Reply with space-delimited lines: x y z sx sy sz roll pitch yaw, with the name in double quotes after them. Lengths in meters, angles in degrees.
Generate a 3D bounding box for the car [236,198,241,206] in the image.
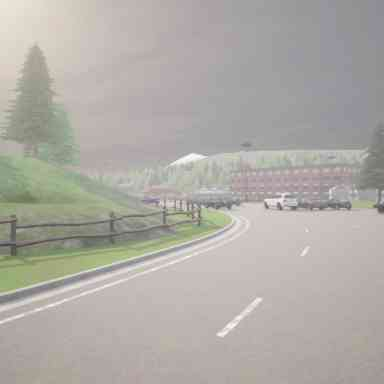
6.020 1.526 53.947 1.812 1.442 4.674 0 0 -34 "car"

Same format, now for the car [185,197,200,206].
0.599 1.564 55.554 1.994 1.385 4.181 0 0 -38 "car"

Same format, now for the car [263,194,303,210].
11.188 1.221 42.334 2.150 2.045 5.566 0 0 -16 "car"

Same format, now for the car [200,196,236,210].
3.348 1.352 43.815 2.097 1.767 4.553 0 0 -23 "car"

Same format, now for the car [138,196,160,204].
-7.825 1.478 60.256 1.882 1.535 5.008 0 0 -42 "car"

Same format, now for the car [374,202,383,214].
20.072 1.478 32.868 1.882 1.535 5.008 0 0 -3 "car"

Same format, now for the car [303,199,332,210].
15.032 1.547 42.754 2.033 1.411 5.357 0 0 -17 "car"

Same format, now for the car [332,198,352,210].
18.511 1.526 42.704 1.812 1.442 4.674 0 0 -13 "car"
